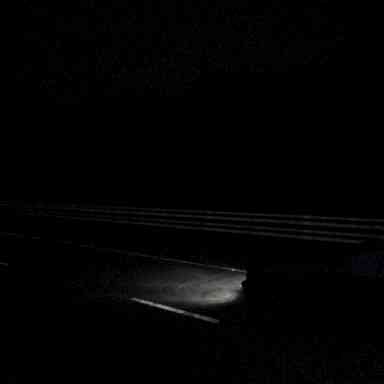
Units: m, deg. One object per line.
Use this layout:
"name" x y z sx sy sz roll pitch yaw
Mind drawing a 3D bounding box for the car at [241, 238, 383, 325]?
"car" 3.594 1.545 5.726 5.357 1.411 2.033 0 0 36
